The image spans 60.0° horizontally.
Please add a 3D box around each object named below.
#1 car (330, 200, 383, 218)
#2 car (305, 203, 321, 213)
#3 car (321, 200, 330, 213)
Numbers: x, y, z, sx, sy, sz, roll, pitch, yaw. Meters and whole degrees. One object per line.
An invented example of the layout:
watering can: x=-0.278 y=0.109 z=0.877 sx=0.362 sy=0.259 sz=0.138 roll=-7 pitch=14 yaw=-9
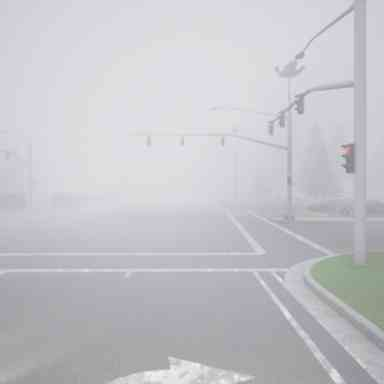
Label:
car: x=15.507 y=1.508 z=29.883 sx=4.902 sy=1.511 sz=2.128 roll=0 pitch=0 yaw=-1
car: x=15.497 y=1.567 z=36.884 sx=5.357 sy=1.411 sz=2.033 roll=0 pitch=0 yaw=-1
car: x=15.736 y=1.582 z=33.425 sx=4.181 sy=1.385 sz=1.994 roll=0 pitch=0 yaw=0
